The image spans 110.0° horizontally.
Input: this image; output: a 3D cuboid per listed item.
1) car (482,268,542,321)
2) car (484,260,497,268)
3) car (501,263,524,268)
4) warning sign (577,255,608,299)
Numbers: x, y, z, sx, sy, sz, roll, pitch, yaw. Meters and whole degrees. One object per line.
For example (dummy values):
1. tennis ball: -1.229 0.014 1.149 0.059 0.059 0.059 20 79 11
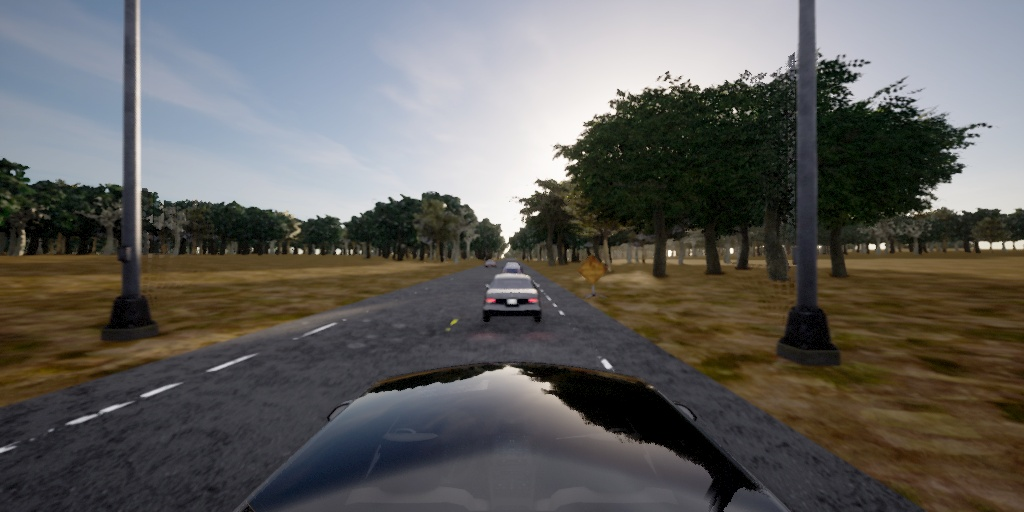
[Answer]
1. car: 0.020 1.310 12.459 2.033 1.411 5.357 0 0 0
2. car: -3.579 1.370 60.026 1.994 1.385 4.181 0 0 0
3. car: 0.038 1.303 30.301 1.812 1.442 4.674 0 0 0
4. warning sign: 3.544 0.881 15.558 1.300 1.860 1.060 0 0 0
